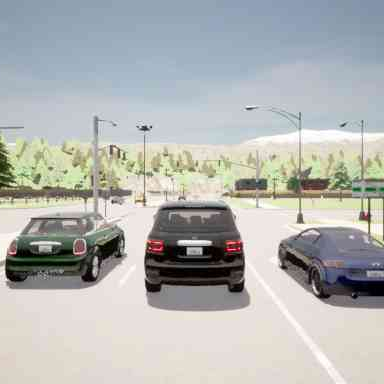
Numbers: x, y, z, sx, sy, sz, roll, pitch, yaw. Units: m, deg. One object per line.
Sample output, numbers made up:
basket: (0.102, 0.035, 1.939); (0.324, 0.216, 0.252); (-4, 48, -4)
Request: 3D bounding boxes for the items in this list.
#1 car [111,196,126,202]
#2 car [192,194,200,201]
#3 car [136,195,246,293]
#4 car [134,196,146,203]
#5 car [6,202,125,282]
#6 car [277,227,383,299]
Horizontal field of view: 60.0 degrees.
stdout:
car: (-14.252, 1.547, 64.410); (2.033, 1.411, 5.357); (0, 0, 2)
car: (1.089, 1.311, 83.377); (1.882, 1.535, 5.008); (0, 0, 1)
car: (0.072, 1.221, 9.030); (2.150, 2.045, 5.566); (0, 0, 0)
car: (-10.657, 1.478, 68.646); (1.882, 1.535, 5.008); (0, 0, 1)
car: (-3.420, 1.352, 9.924); (2.097, 1.767, 4.553); (0, 0, 0)
car: (3.575, 1.564, 8.485); (1.994, 1.385, 4.181); (0, 0, 0)
